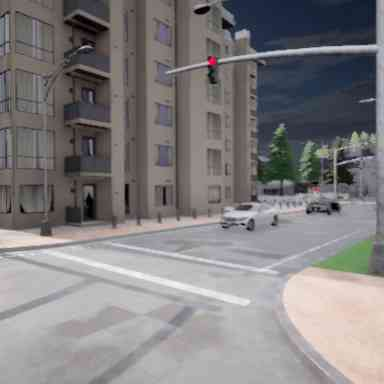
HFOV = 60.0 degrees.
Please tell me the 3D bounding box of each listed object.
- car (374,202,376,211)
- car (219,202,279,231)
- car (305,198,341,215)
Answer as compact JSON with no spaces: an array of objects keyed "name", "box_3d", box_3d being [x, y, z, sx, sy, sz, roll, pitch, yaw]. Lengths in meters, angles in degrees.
[{"name":"car","box_3d":[19.028,1.110,32.224,1.812,1.442,4.674,0,1,40]},{"name":"car","box_3d":[3.459,1.337,19.370,1.812,1.442,4.674,0,1,40]},{"name":"car","box_3d":[11.456,1.232,28.931,1.994,1.385,4.181,0,1,40]}]
